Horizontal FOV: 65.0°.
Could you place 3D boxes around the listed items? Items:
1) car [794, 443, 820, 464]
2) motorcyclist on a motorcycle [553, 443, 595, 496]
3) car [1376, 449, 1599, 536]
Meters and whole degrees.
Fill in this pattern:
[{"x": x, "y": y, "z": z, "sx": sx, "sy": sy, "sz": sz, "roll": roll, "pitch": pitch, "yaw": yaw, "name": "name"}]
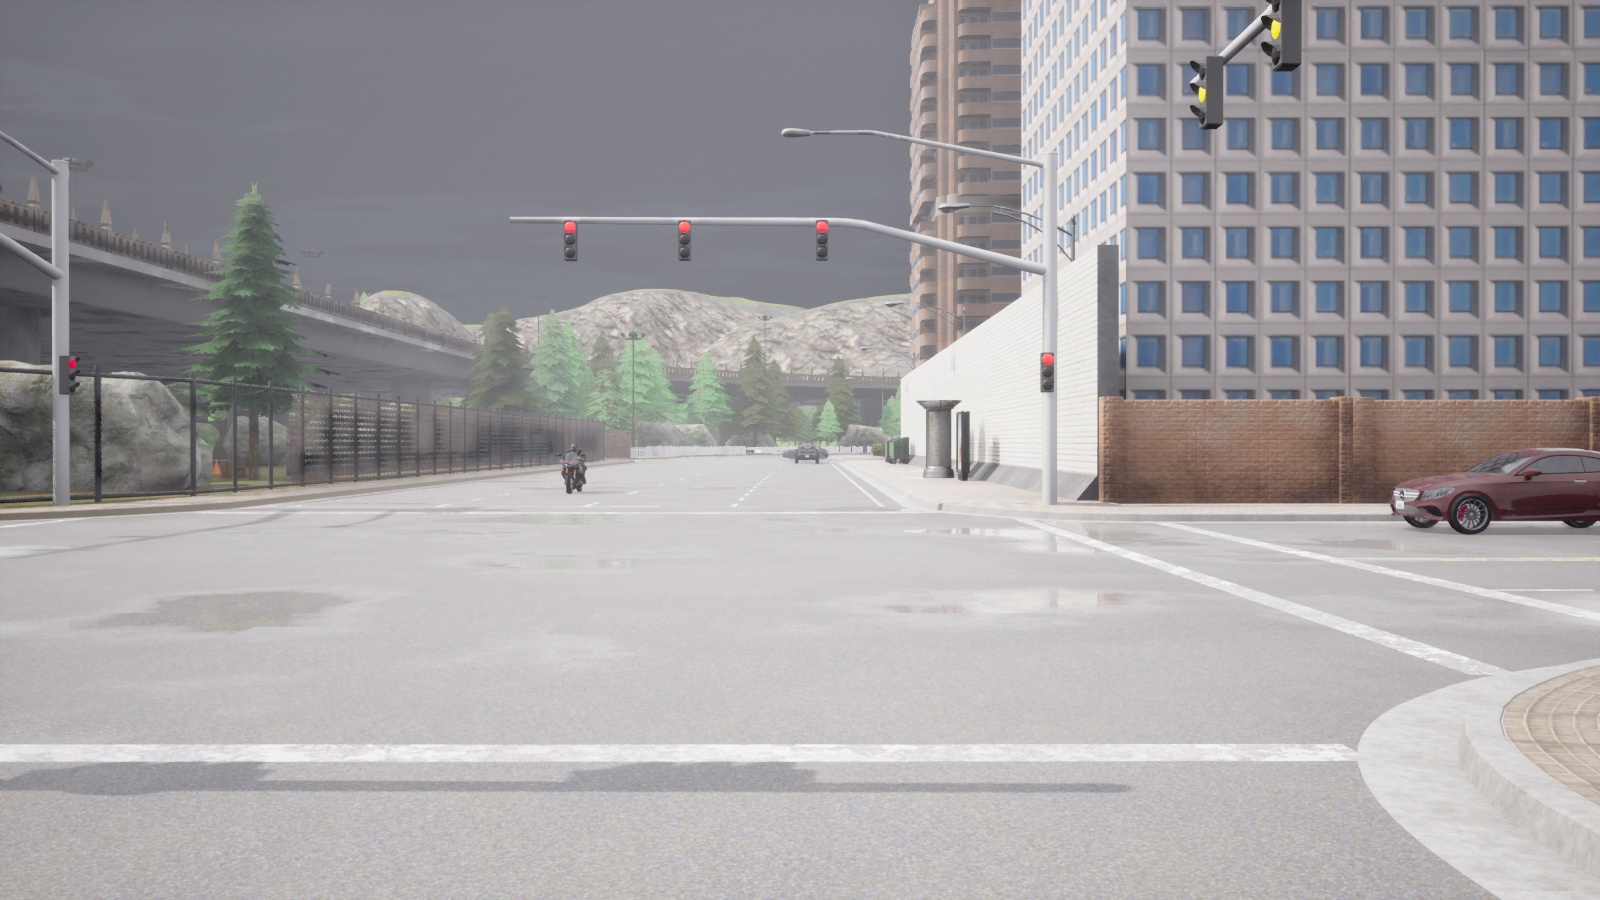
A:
[{"x": 0.512, "y": 0.246, "z": 91.154, "sx": 1.816, "sy": 1.474, "sz": 4.193, "roll": 0, "pitch": 0, "yaw": 0, "name": "car"}, {"x": -6.779, "y": 0.563, "z": 37.779, "sx": 0.866, "sy": 1.530, "sz": 2.191, "roll": 0, "pitch": 0, "yaw": 0, "name": "motorcyclist on a motorcycle"}, {"x": 12.785, "y": 0.714, "z": 21.879, "sx": 4.674, "sy": 1.442, "sz": 1.812, "roll": 0, "pitch": 0, "yaw": 0, "name": "car"}]
